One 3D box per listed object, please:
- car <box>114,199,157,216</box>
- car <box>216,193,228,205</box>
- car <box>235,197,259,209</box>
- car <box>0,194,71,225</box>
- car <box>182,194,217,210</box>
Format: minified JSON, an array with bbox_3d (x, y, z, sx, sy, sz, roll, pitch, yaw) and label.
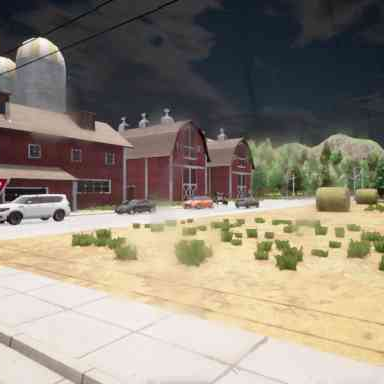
[{"bbox_3d":[-5.524,1.477,32.961,1.837,1.490,4.892,0,0,35],"label":"car"},{"bbox_3d":[4.744,1.118,54.883,1.905,1.878,3.866,6,1,-8],"label":"car"},{"bbox_3d":[7.599,1.465,45.379,2.128,1.511,4.902,0,0,35],"label":"car"},{"bbox_3d":[-11.615,1.195,24.206,2.150,2.045,5.566,0,0,35],"label":"car"},{"bbox_3d":[0.759,1.329,41.960,2.097,1.767,4.553,0,0,35],"label":"car"}]
